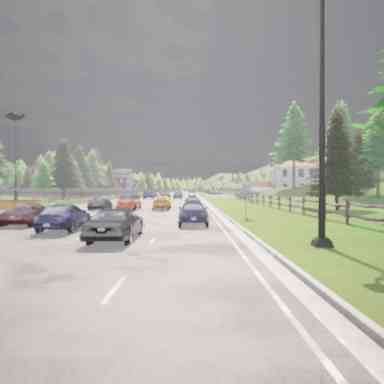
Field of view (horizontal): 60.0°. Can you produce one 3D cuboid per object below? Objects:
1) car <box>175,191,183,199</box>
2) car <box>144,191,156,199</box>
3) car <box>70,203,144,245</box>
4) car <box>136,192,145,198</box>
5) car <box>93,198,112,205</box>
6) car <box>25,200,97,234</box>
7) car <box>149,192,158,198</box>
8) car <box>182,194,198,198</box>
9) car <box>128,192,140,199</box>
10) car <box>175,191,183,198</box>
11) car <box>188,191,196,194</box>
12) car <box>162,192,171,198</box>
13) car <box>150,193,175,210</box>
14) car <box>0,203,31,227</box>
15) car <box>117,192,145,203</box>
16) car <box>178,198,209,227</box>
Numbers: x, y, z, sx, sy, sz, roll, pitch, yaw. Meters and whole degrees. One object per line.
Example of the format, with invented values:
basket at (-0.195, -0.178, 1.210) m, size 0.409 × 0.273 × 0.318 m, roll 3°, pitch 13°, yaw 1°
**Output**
car at (-3.491, 0.800, 80.648) m, size 2.097 × 1.767 × 4.553 m, roll 0°, pitch 0°, yaw 0°
car at (-10.491, 0.672, 80.291) m, size 2.150 × 2.045 × 5.566 m, roll 0°, pitch 0°, yaw 0°
car at (-3.398, 1.445, 14.962) m, size 2.033 × 1.411 × 5.357 m, roll 0°, pitch 0°, yaw 0°
car at (-13.990, 0.694, 90.682) m, size 1.882 × 1.535 × 5.008 m, roll 0°, pitch 0°, yaw 0°
car at (-10.395, 1.307, 37.726) m, size 1.994 × 1.385 × 4.181 m, roll 0°, pitch 0°, yaw 0°
car at (-6.913, 1.402, 18.095) m, size 1.812 × 1.442 × 4.674 m, roll 0°, pitch 0°, yaw 0°
car at (-10.490, 0.741, 90.682) m, size 1.812 × 1.442 × 4.674 m, roll 0°, pitch 0°, yaw 0°
car at (0.091, 1.267, 38.064) m, size 1.812 × 1.442 × 4.674 m, roll 0°, pitch 0°, yaw 0°
car at (-13.991, 0.800, 80.649) m, size 2.097 × 1.767 × 4.553 m, roll 0°, pitch 0°, yaw 0°
car at (-3.490, 0.572, 90.650) m, size 2.097 × 1.767 × 4.553 m, roll 0°, pitch 0°, yaw 0°
car at (0.009, 1.040, 80.709) m, size 1.895 × 1.301 × 4.718 m, roll 0°, pitch 0°, yaw 0°
car at (-6.990, 0.769, 90.681) m, size 1.994 × 1.385 × 4.181 m, roll 0°, pitch 0°, yaw 0°
car at (-3.394, 1.215, 38.574) m, size 1.882 × 1.535 × 5.008 m, roll 0°, pitch 0°, yaw 0°
car at (-10.397, 1.418, 21.298) m, size 1.994 × 1.385 × 4.181 m, roll 0°, pitch 0°, yaw 0°
car at (-6.895, 1.102, 36.711) m, size 2.097 × 1.767 × 4.553 m, roll 0°, pitch 0°, yaw 0°
car at (0.088, 1.379, 21.541) m, size 1.812 × 1.442 × 4.674 m, roll 0°, pitch 0°, yaw 0°
